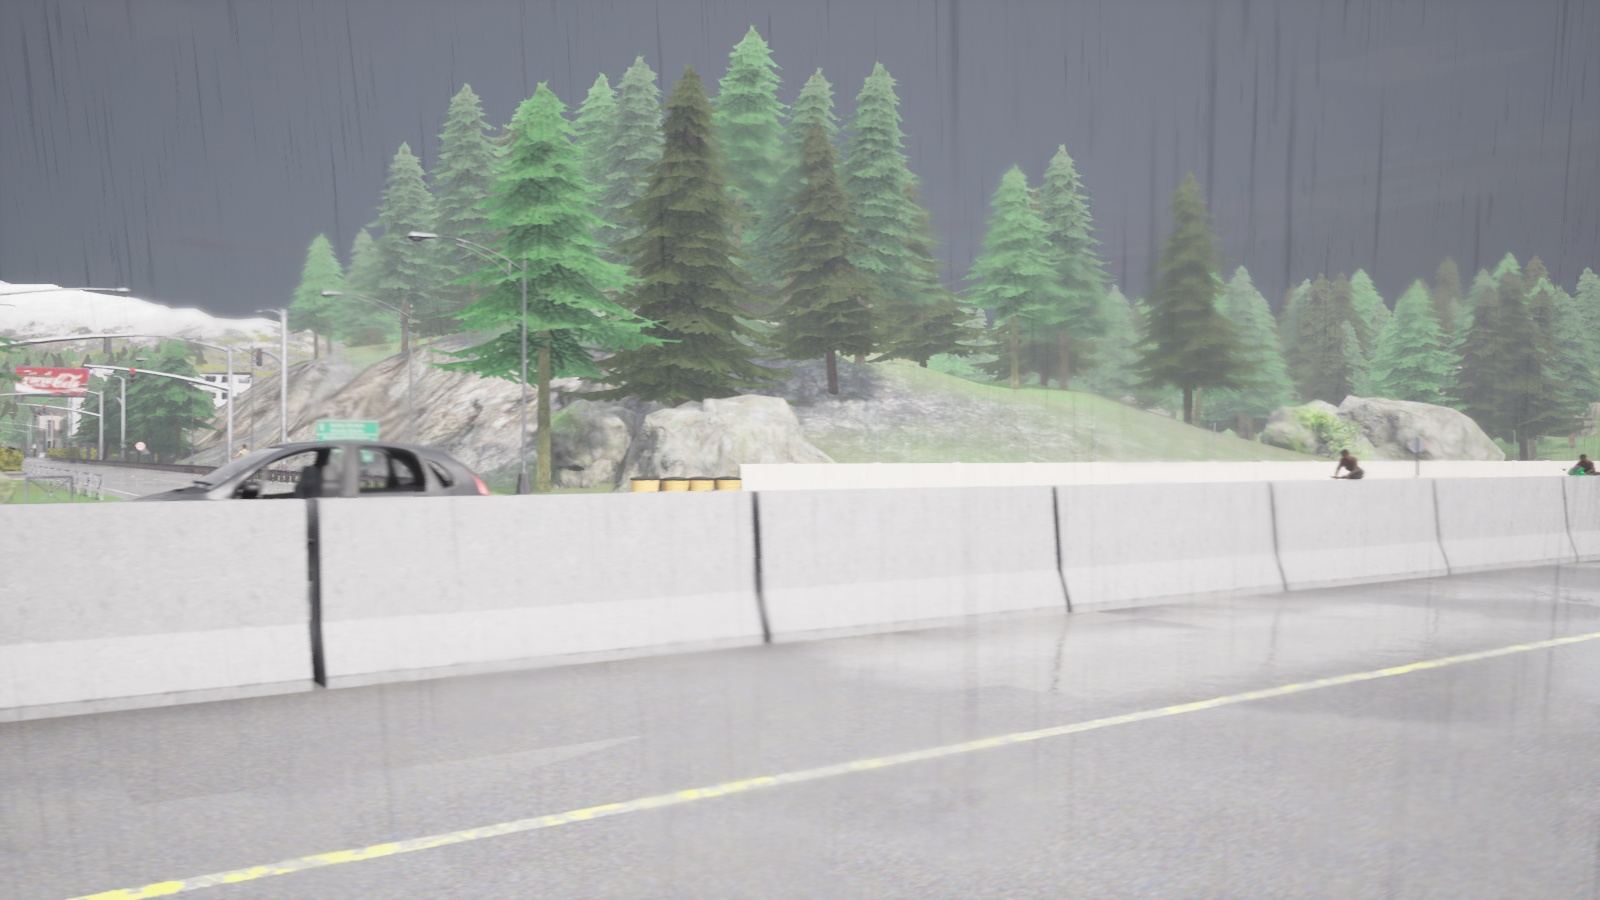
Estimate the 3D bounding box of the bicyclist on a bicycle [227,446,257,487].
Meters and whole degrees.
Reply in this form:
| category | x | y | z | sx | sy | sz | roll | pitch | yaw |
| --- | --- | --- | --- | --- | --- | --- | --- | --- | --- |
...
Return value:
| category | x | y | z | sx | sy | sz | roll | pitch | yaw |
| --- | --- | --- | --- | --- | --- | --- | --- | --- | --- |
| bicyclist on a bicycle | -22.481 | 0.657 | 50.562 | 0.866 | 1.612 | 1.509 | 0 | 0 | -34 |

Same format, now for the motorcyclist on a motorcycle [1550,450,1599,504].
| category | x | y | z | sx | sy | sz | roll | pitch | yaw |
| --- | --- | --- | --- | --- | --- | --- | --- | --- | --- |
| motorcyclist on a motorcycle | 22.762 | 0.769 | 36.560 | 2.044 | 1.523 | 0.797 | 0 | 0 | -35 |

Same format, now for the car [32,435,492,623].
| category | x | y | z | sx | sy | sz | roll | pitch | yaw |
| --- | --- | --- | --- | --- | --- | --- | --- | --- | --- |
| car | -5.379 | 0.686 | 12.708 | 3.988 | 1.617 | 1.851 | 0 | 0 | -35 |
